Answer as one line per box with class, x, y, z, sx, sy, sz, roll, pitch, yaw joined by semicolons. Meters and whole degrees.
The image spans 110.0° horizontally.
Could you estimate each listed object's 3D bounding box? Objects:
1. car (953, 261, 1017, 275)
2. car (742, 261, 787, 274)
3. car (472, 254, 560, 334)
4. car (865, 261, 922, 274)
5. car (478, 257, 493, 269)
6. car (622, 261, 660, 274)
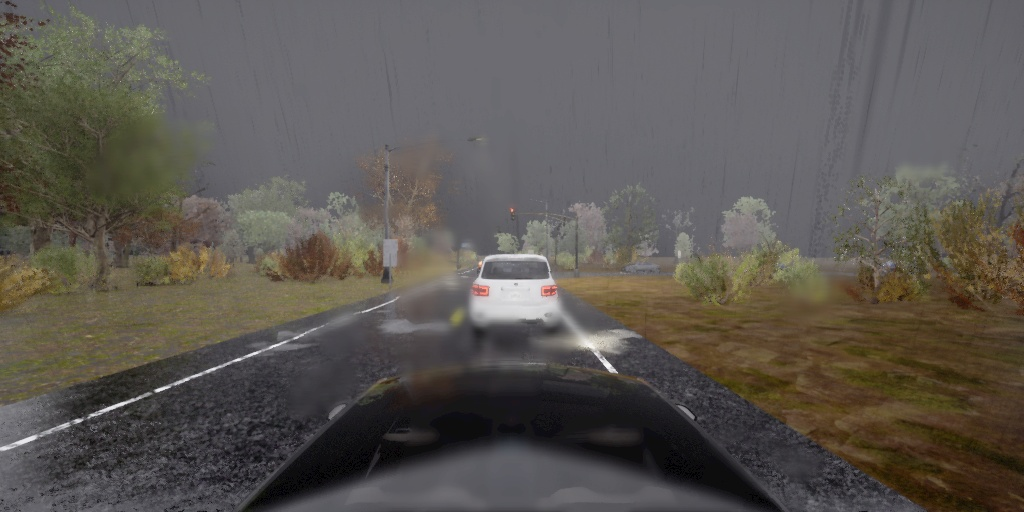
car;49.064;1.279;37.129;4.902;1.511;2.128;0;0;5
car;28.997;1.295;41.417;4.674;1.442;1.812;0;0;2
car;0.086;0.971;10.753;2.150;2.045;5.566;0;0;0
car;43.170;1.258;40.699;5.008;1.535;1.882;0;0;4
car;-4.220;1.104;57.571;2.097;1.767;4.553;0;0;-2
car;14.987;1.323;41.719;4.181;1.385;1.994;0;0;1
